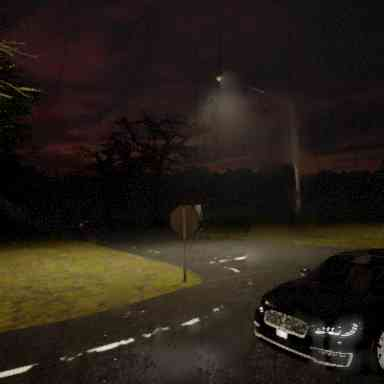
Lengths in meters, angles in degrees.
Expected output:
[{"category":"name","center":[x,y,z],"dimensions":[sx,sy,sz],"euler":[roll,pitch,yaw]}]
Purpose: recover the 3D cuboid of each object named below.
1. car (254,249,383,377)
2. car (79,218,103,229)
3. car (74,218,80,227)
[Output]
[{"category":"car","center":[3.259,1.801,5.787],"dimensions":[4.892,1.490,1.837],"euler":[4,-5,-32]},{"category":"car","center":[-15.570,5.006,52.118],"dimensions":[2.033,1.411,5.357],"euler":[0,-3,-32]},{"category":"car","center":[-19.312,5.310,58.064],"dimensions":[2.128,1.511,4.902],"euler":[0,-3,-32]}]
